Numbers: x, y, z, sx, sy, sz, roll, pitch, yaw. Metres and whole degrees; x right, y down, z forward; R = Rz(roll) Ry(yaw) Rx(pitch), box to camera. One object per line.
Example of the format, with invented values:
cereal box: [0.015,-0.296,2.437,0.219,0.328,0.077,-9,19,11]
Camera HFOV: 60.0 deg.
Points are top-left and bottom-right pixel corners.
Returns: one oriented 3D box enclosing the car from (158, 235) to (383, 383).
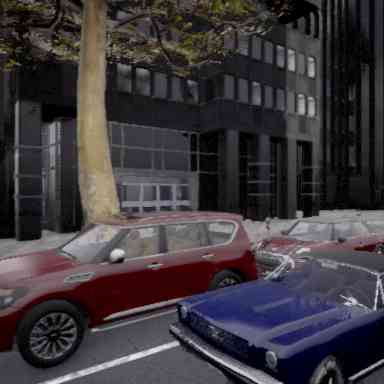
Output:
car: [2.069,1.600,4.829,4.718,1.301,1.895,0,0,-35]

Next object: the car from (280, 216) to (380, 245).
car: [3.493,1.439,9.136,4.097,1.590,1.967,0,0,-35]

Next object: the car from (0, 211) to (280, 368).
car: [-0.997,1.315,5.937,5.009,1.841,2.192,0,0,-35]
